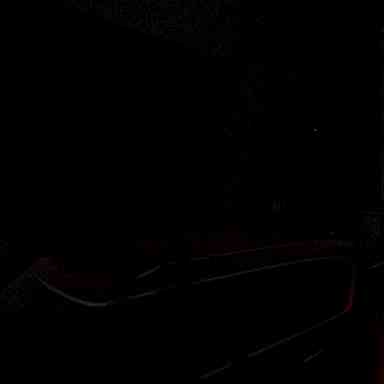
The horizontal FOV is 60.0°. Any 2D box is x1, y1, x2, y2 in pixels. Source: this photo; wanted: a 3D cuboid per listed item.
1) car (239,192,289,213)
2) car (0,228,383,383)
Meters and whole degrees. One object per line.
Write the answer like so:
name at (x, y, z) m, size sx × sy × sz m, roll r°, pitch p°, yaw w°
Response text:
car at (7.199, 1.016, 33.987) m, size 2.150 × 2.045 × 5.566 m, roll 0°, pitch 0°, yaw -35°
car at (-0.450, 1.318, 2.485) m, size 5.009 × 1.841 × 2.192 m, roll 0°, pitch 0°, yaw -36°
